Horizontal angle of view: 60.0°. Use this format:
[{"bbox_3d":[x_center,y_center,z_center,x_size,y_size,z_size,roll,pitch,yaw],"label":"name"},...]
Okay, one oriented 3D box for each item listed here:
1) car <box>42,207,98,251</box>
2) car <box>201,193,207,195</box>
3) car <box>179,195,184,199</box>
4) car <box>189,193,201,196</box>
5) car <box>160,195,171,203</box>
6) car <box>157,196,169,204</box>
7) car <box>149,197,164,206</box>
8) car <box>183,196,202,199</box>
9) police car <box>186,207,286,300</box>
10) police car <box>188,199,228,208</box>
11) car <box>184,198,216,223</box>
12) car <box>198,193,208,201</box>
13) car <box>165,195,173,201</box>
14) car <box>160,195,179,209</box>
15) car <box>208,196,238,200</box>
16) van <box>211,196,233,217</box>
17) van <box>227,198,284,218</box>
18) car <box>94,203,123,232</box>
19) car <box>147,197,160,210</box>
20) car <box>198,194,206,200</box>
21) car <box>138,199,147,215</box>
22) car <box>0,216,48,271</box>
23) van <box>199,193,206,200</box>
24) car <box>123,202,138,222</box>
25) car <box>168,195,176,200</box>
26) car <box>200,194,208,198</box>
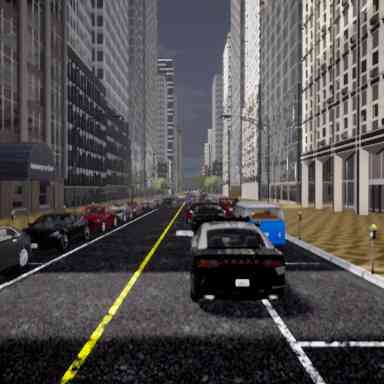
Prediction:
[{"bbox_3d":[-5.691,1.556,14.080,1.947,1.339,4.313,-1,0,0],"label":"car"},{"bbox_3d":[2.719,1.260,76.596,2.192,1.841,5.009,-1,0,0],"label":"car"},{"bbox_3d":[-2.952,1.531,93.956,1.895,1.301,4.718,0,0,0],"label":"car"},{"bbox_3d":[0.030,1.310,59.406,2.097,1.767,4.553,0,0,0],"label":"car"},{"bbox_3d":[-5.663,1.389,70.916,1.967,1.590,4.097,-1,0,0],"label":"car"},{"bbox_3d":[-5.665,1.535,65.233,1.802,1.307,4.206,-1,0,0],"label":"car"},{"bbox_3d":[-5.671,1.513,53.865,2.008,1.369,4.403,-1,0,0],"label":"car"},{"bbox_3d":[0.039,1.569,46.006,1.895,1.301,4.718,0,0,1],"label":"car"},{"bbox_3d":[0.903,1.419,8.533,1.930,1.638,5.238,0,0,0],"label":"police car"},{"bbox_3d":[0.909,1.412,18.534,1.930,1.638,5.238,0,0,0],"label":"police car"},{"bbox_3d":[0.655,1.461,24.522,1.882,1.535,5.008,0,0,7],"label":"car"},{"bbox_3d":[2.722,1.255,82.280,2.192,1.841,5.009,-1,0,0],"label":"car"},{"bbox_3d":[-5.656,1.466,82.114,1.752,1.417,4.829,-1,0,0],"label":"car"},{"bbox_3d":[-3.049,1.476,43.705,1.837,1.490,4.892,0,0,0],"label":"car"},{"bbox_3d":[2.693,1.297,25.443,2.192,1.841,5.009,-1,0,0],"label":"car"},{"bbox_3d":[2.696,1.320,31.127,1.690,1.788,3.998,-1,0,0],"label":"van"},{"bbox_3d":[2.687,1.331,14.076,1.690,1.788,3.998,-1,0,0],"label":"van"},{"bbox_3d":[-5.688,1.531,19.764,1.887,1.381,4.507,-1,0,0],"label":"car"},{"bbox_3d":[-5.677,1.521,42.498,2.008,1.369,4.403,-1,0,0],"label":"car"},{"bbox_3d":[2.729,1.371,93.647,1.967,1.590,4.097,-1,0,0],"label":"car"},{"bbox_3d":[-5.682,1.560,31.131,1.802,1.307,4.206,-1,0,0],"label":"car"},{"bbox_3d":[-5.694,1.545,8.396,2.008,1.369,4.403,-1,0,0],"label":"car"},{"bbox_3d":[2.725,1.277,87.963,1.690,1.788,3.998,-1,0,0],"label":"van"},{"bbox_3d":[-5.686,1.533,25.447,2.008,1.369,4.403,-1,0,0],"label":"car"},{"bbox_3d":[-5.651,1.497,93.651,1.947,1.339,4.313,-1,0,0],"label":"car"},{"bbox_3d":[2.710,1.513,53.861,2.008,1.369,4.403,-1,0,0],"label":"car"}]
